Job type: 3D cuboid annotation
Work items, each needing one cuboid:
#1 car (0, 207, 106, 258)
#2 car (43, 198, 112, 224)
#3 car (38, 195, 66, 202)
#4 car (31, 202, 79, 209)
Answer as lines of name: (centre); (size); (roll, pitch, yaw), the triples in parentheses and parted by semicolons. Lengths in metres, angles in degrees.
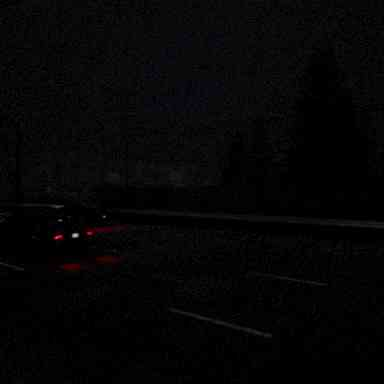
car: (-5.915, 1.483, 12.505); (5.357, 1.411, 2.033); (0, 0, 36)
car: (-7.501, 1.375, 22.236); (5.008, 1.535, 1.882); (0, 0, 36)
car: (-21.980, 1.262, 52.955); (4.674, 1.442, 1.812); (0, 0, -26)
car: (-8.654, 1.467, 18.759); (4.181, 1.385, 1.994); (0, 0, 36)
